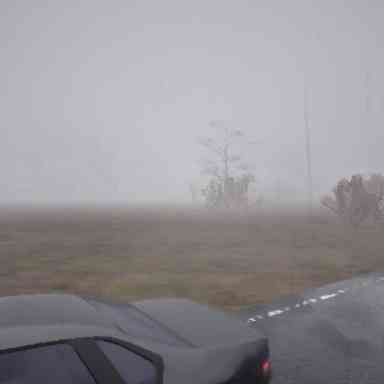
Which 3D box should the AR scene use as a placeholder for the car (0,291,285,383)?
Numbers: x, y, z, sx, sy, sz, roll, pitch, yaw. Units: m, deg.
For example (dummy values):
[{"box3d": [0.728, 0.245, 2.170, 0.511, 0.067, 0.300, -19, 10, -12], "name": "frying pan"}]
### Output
[{"box3d": [-1.738, 1.547, 2.128, 5.357, 1.411, 2.033, 0, 0, -35], "name": "car"}]
